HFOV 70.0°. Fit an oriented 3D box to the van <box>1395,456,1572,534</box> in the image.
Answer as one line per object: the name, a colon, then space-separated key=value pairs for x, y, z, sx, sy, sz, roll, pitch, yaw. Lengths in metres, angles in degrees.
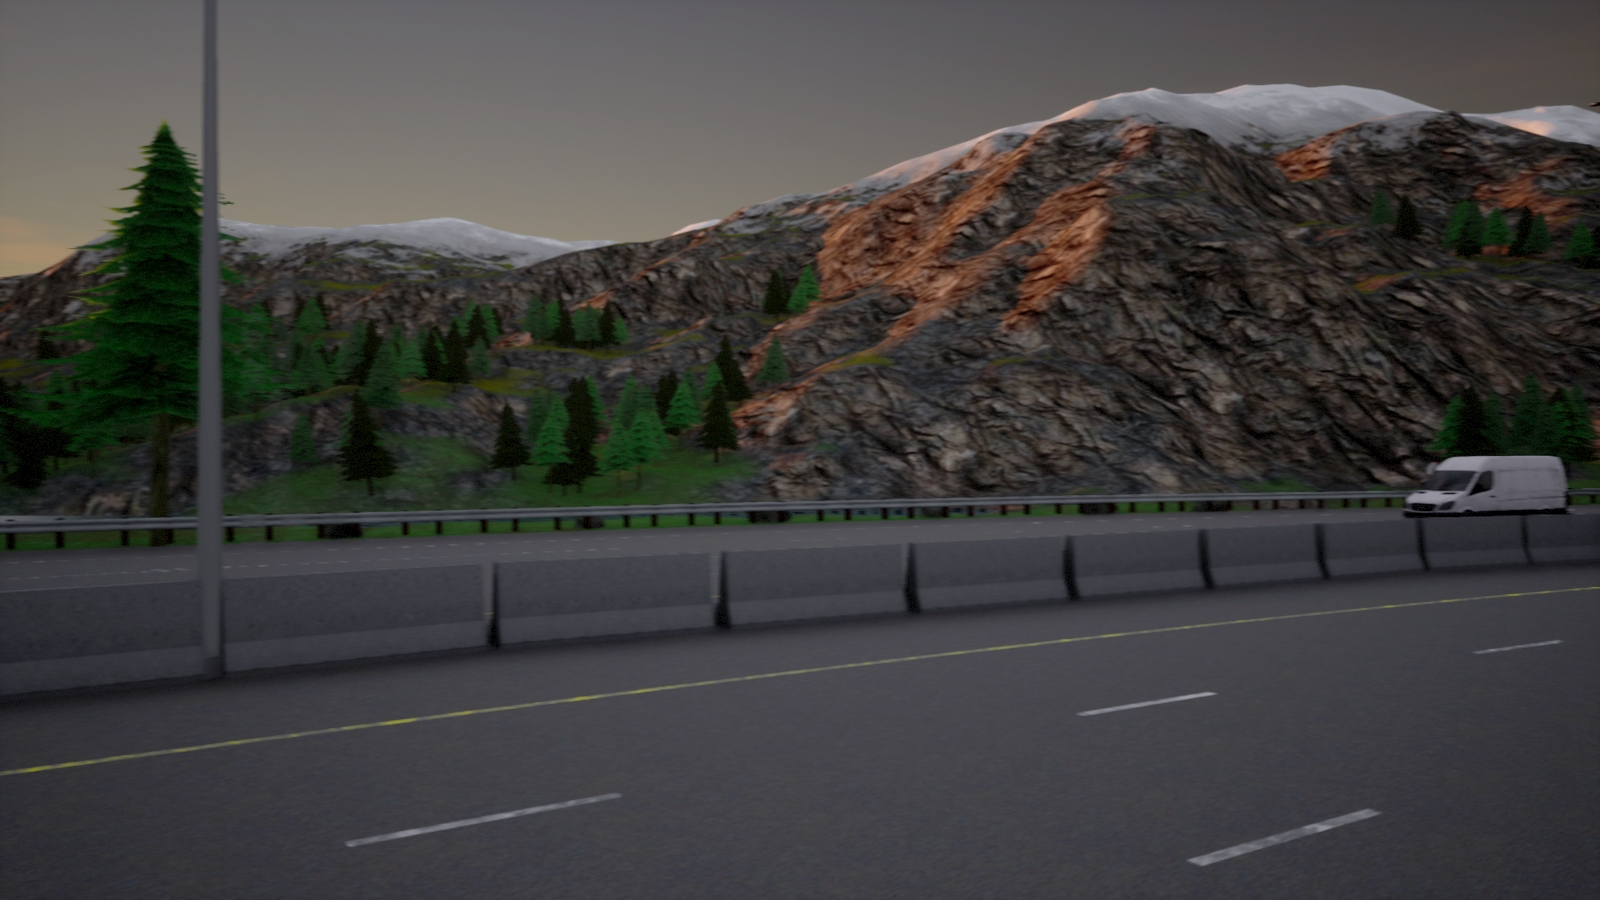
van: x=23.567 y=1.493 z=39.396 sx=5.915 sy=2.561 sz=1.988 roll=0 pitch=0 yaw=-21
